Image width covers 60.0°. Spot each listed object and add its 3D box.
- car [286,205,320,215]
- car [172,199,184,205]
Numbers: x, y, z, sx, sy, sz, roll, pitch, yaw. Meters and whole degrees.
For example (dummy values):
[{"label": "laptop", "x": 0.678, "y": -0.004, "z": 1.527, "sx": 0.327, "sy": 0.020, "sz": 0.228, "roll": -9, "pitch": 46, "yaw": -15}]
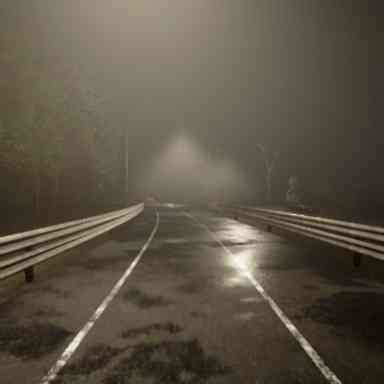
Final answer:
[{"label": "car", "x": 15.015, "y": 2.409, "z": 45.500, "sx": 1.895, "sy": 1.301, "sz": 4.718, "roll": 0, "pitch": -1, "yaw": -25}, {"label": "car", "x": -3.375, "y": 2.626, "z": 85.764, "sx": 2.033, "sy": 1.411, "sz": 5.357, "roll": 0, "pitch": 0, "yaw": -25}]
